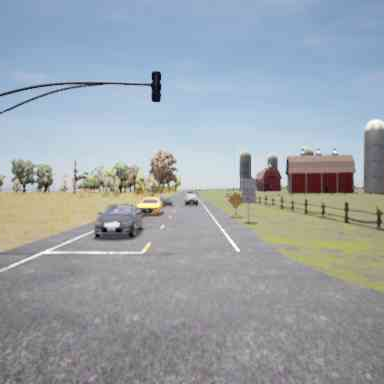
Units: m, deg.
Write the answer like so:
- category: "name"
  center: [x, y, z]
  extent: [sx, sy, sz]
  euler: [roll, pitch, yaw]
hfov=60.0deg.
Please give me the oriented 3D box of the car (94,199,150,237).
- category: "car"
  center: [-3.635, 1.358, 17.130]
  extent: [2.128, 1.511, 4.902]
  euler: [0, 0, -2]

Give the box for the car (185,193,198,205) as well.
- category: "car"
  center: [-0.084, 1.224, 47.885]
  extent: [1.895, 1.301, 4.718]
  euler: [0, 1, 0]

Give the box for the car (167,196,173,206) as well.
- category: "car"
  center: [-3.640, 1.194, 44.795]
  extent: [1.994, 1.385, 4.181]
  euler: [0, 0, 0]

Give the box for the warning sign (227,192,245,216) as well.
- category: "warning sign"
  center: [3.501, 0.944, 26.494]
  extent: [1.300, 1.860, 1.060]
  euler: [0, 0, 0]

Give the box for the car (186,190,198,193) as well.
- category: "car"
  center: [-0.101, 0.754, 57.885]
  extent: [2.150, 2.045, 5.566]
  euler: [0, 1, 0]

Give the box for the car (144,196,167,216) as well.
- category: "car"
  center: [-3.640, 1.239, 29.704]
  extent: [1.882, 1.535, 5.008]
  euler: [0, 1, 0]
